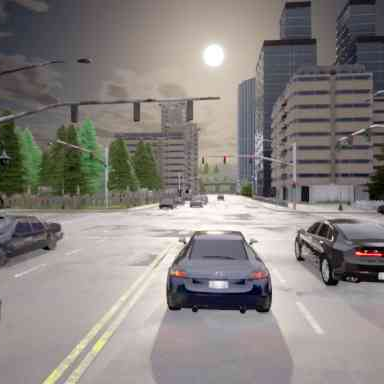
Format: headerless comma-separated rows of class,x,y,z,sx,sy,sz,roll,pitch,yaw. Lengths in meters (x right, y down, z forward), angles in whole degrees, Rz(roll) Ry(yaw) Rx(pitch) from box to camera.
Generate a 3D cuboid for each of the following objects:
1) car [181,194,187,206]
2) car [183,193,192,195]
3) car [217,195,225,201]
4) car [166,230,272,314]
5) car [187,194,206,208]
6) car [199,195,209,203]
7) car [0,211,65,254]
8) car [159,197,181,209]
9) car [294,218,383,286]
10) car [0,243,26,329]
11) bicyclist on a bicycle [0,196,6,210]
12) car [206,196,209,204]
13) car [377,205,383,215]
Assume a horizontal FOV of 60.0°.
car,-2.281,1.546,55.006,2.033,1.411,5.357,0,0,5
car,-0.982,1.224,69.340,2.150,2.045,5.566,0,0,5
car,7.431,1.498,85.849,1.837,1.490,4.892,0,0,5
car,0.600,1.564,7.730,1.994,1.385,4.181,0,0,4
car,0.718,1.504,48.952,1.837,1.490,4.892,0,0,5
car,2.443,1.502,68.411,1.837,1.490,4.892,0,0,5
car,-6.349,1.547,11.475,2.033,1.411,5.357,0,0,4
car,-3.151,1.547,44.740,2.033,1.411,5.357,0,0,5
car,4.233,1.505,9.346,1.837,1.490,4.892,0,0,5
car,-3.430,1.505,2.323,1.837,1.490,4.892,0,0,3
bicyclist on a bicycle,-22.306,1.300,38.971,0.582,1.620,1.656,0,0,5
car,1.500,1.351,58.043,2.097,1.767,4.553,0,0,5
car,20.371,1.477,31.618,5.008,1.535,1.882,0,0,5
